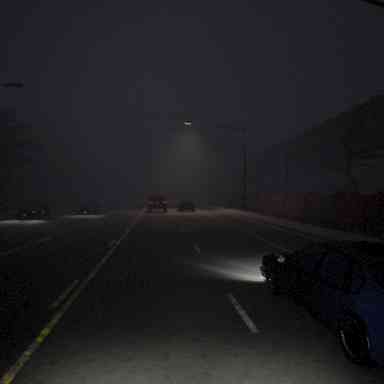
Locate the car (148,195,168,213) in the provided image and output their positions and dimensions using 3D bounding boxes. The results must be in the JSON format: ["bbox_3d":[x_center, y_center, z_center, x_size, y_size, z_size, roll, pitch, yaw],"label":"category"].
[{"bbox_3d":[-4.162,1.388,40.372,2.150,2.045,5.566,0,0,-6],"label":"car"}]

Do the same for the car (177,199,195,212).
[{"bbox_3d":[-0.812,1.665,42.011,1.882,1.535,5.008,0,0,-6],"label":"car"}]

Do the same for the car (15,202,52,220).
[{"bbox_3d":[-13.791,1.597,29.261,1.812,1.442,4.674,0,0,-6],"label":"car"}]

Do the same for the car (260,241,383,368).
[{"bbox_3d":[2.854,1.587,5.831,2.033,1.411,5.357,0,0,-7],"label":"car"}]

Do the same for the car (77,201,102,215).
[{"bbox_3d":[-10.937,1.661,35.894,2.033,1.411,5.357,0,0,-6],"label":"car"}]
